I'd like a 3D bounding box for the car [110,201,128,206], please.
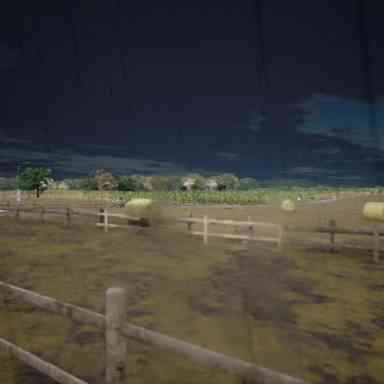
[{"bbox_3d":[-15.134,2.510,70.493,1.882,1.535,5.008,1,-1,35],"label":"car"}]
